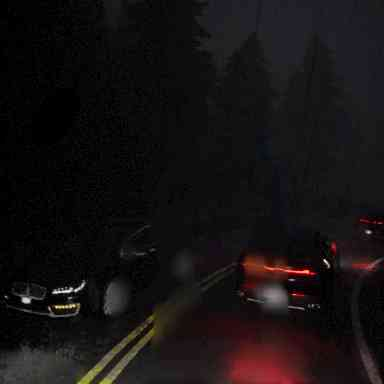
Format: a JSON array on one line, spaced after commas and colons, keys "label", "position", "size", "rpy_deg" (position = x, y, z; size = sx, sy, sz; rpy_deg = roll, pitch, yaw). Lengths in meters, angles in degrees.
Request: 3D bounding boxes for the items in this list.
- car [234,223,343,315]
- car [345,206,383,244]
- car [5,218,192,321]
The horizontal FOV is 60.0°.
[{"label": "car", "position": [2.426, 1.502, 7.848], "size": [1.837, 1.490, 4.892], "rpy_deg": [2, 1, 25]}, {"label": "car", "position": [9.477, 1.408, 15.342], "size": [4.892, 1.490, 1.837], "rpy_deg": [-1, 5, -33]}, {"label": "car", "position": [-1.605, 1.417, 7.416], "size": [1.837, 1.490, 4.892], "rpy_deg": [1, 1, 24]}]
